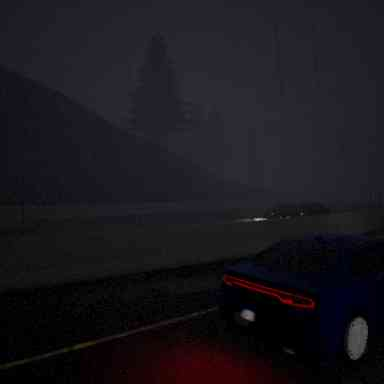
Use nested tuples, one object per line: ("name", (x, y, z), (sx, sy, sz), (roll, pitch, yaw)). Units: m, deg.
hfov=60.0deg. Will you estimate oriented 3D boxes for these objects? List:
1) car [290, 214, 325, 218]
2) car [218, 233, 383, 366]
("car", (8.400, 1.507, 24.347), (4.892, 1.490, 1.837), (1, -1, -41))
("car", (2.717, 1.477, 5.908), (5.008, 1.535, 1.882), (0, 0, -37))
